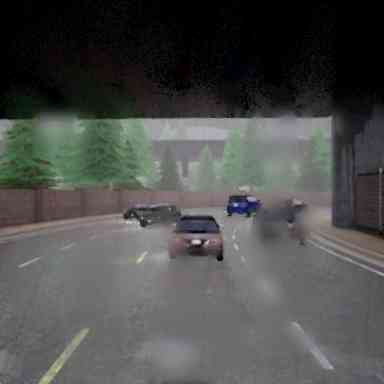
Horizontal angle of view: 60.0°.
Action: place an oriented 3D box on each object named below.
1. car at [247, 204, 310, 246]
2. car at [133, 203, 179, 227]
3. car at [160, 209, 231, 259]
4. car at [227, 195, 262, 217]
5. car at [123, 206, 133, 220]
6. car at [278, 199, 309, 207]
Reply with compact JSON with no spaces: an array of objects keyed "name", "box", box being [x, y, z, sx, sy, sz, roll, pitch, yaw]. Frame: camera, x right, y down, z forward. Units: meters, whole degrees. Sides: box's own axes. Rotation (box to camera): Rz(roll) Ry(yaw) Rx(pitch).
[{"name":"car","box":[3.984,1.531,15.622,2.128,1.511,4.902,0,0,5]},{"name":"car","box":[-2.057,1.564,22.885,1.837,1.490,4.892,-1,0,14]},{"name":"car","box":[0.232,1.580,12.684,2.033,1.411,5.357,0,0,2]},{"name":"car","box":[5.206,1.304,32.294,2.150,2.045,5.566,-1,0,28]},{"name":"car","box":[-4.140,1.636,28.259,1.994,1.385,4.181,0,0,18]},{"name":"car","box":[9.816,1.435,32.379,2.097,1.767,4.553,0,0,37]}]
